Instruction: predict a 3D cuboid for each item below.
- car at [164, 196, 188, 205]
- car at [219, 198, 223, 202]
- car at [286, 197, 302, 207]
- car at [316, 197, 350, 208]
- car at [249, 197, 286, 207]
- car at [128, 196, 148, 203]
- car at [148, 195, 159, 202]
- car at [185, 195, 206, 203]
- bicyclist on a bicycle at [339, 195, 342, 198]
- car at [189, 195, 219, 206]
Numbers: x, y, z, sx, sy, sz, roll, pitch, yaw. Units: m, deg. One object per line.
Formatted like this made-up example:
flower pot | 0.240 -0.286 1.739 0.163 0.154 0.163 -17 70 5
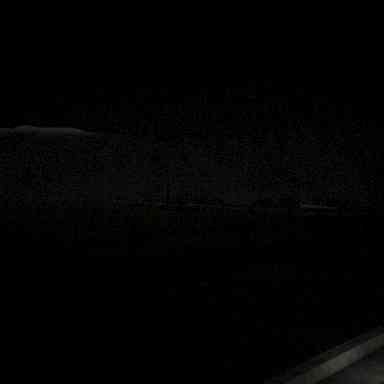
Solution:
car | -3.150 1.563 57.932 1.994 1.385 4.181 0 0 -35
car | 4.558 1.598 71.166 1.895 1.301 4.718 0 0 -35
car | 14.438 1.505 51.060 1.837 1.490 4.892 0 0 -35
car | 20.470 1.491 48.450 2.128 1.511 4.902 0 0 -34
car | 10.991 1.547 49.933 2.033 1.411 5.357 0 0 -35
car | -11.765 1.478 70.192 1.882 1.535 5.008 0 0 -35
car | -8.913 1.500 72.104 1.837 1.490 4.892 0 0 -35
car | 0.689 1.503 70.608 1.837 1.490 4.892 0 0 -35
bicyclist on a bicycle | 23.074 1.302 51.786 1.656 1.620 0.582 0 0 -35
car | 1.959 1.526 56.755 1.812 1.442 4.674 0 0 -35
